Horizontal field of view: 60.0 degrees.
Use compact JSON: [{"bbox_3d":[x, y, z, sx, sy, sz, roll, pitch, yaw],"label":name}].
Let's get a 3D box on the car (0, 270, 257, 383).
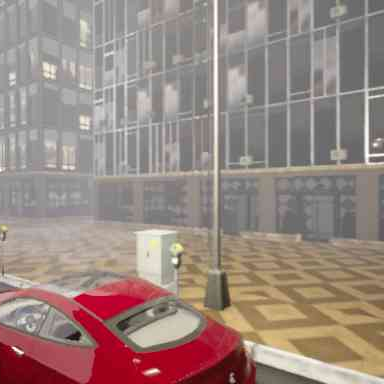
[{"bbox_3d":[-1.338,1.604,3.824,4.206,1.307,1.802,0,0,36],"label":"car"}]
